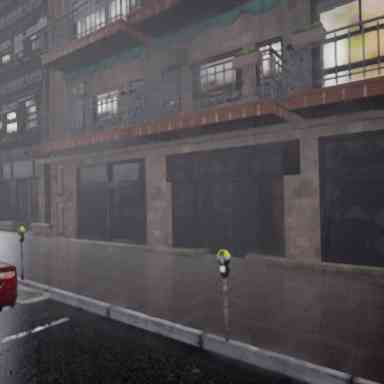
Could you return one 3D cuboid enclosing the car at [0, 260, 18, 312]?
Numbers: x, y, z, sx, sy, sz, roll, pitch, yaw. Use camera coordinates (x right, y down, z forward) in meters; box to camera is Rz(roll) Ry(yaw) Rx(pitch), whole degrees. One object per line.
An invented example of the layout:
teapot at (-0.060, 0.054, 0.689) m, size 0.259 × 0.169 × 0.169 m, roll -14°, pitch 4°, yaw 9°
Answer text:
car at (-5.127, 1.540, 6.393) m, size 4.507 × 1.381 × 1.887 m, roll 0°, pitch -1°, yaw 35°
